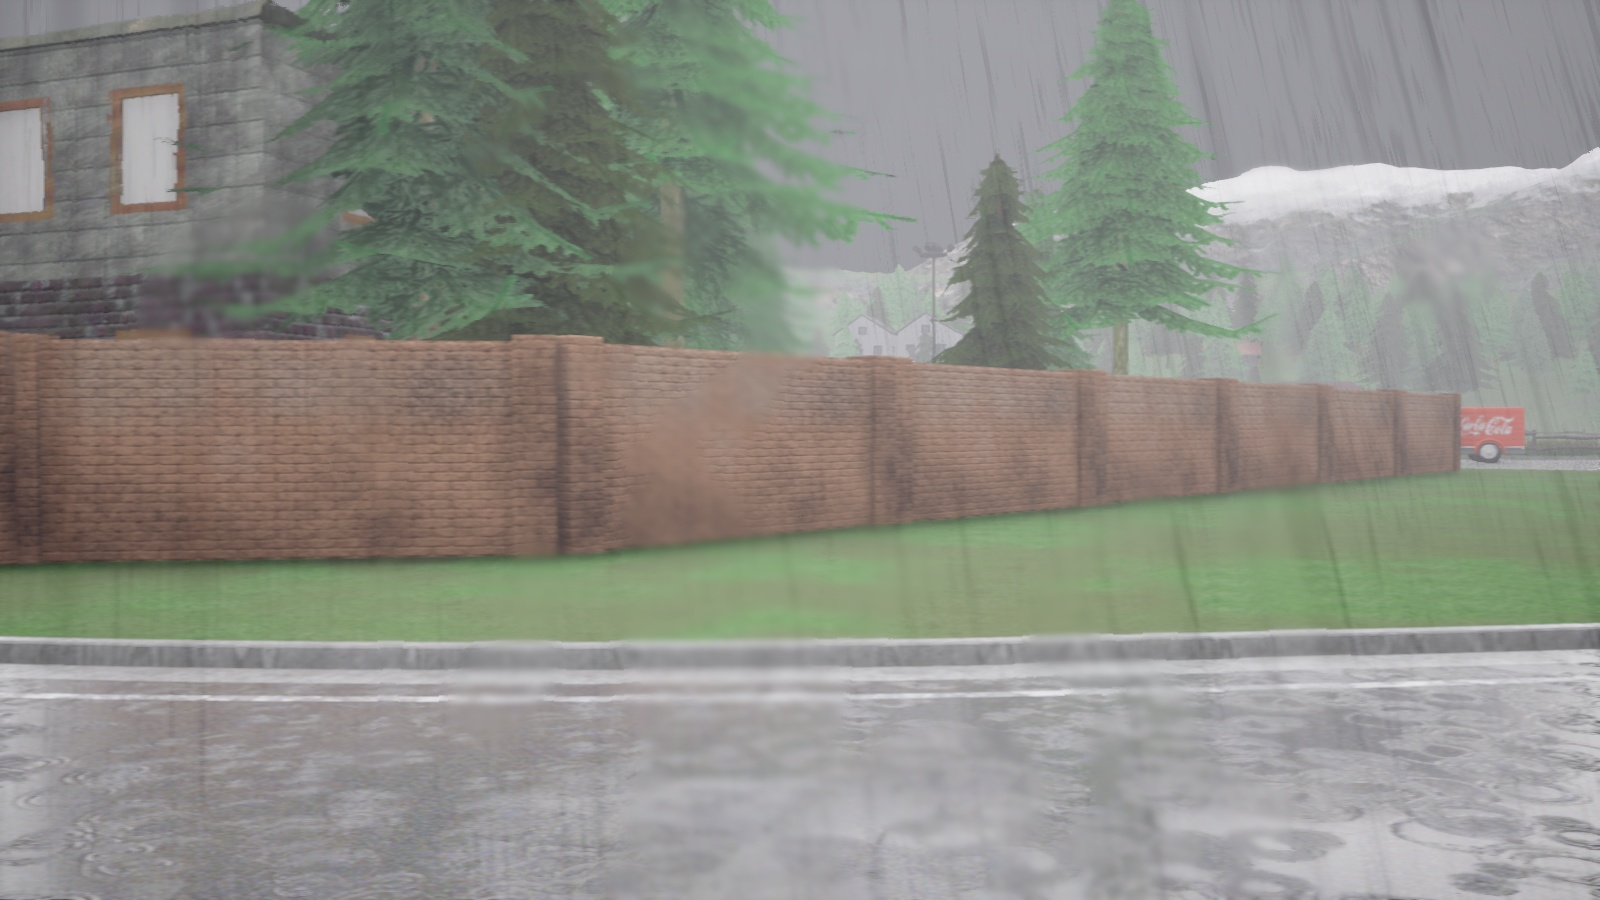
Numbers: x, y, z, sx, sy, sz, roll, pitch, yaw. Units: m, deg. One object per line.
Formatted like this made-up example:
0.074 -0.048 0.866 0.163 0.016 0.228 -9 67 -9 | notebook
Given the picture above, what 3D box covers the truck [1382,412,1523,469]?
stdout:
28.918 -0.446 55.868 5.204 2.467 2.627 1 1 19 | truck
